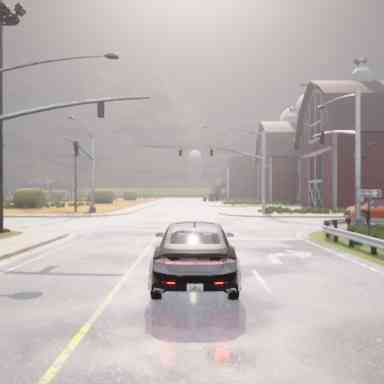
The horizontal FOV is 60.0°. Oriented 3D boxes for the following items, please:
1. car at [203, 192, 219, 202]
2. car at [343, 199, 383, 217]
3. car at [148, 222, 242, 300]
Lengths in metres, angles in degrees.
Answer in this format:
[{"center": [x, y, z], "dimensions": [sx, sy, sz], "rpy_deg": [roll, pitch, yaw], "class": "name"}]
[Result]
[{"center": [4.150, 1.109, 72.619], "dimensions": [1.905, 1.878, 3.866], "rpy_deg": [-8, 3, -42], "class": "car"}, {"center": [14.549, 1.366, 26.441], "dimensions": [4.553, 1.767, 2.097], "rpy_deg": [0, 0, 1], "class": "car"}, {"center": [0.066, 1.487, 8.354], "dimensions": [2.128, 1.511, 4.902], "rpy_deg": [0, 0, 0], "class": "car"}]
